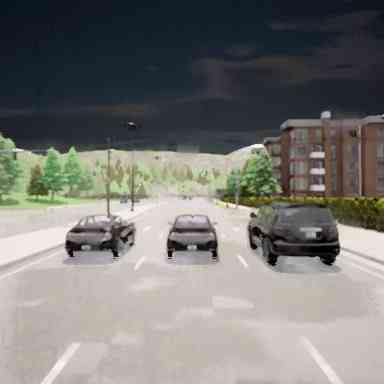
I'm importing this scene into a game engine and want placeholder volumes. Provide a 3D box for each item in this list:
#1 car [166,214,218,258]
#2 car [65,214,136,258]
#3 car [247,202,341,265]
[{"bbox_3d":[0.023,1.648,13.414,2.128,1.511,4.902,0,-1,0],"label":"car"},{"bbox_3d":[-3.477,1.648,13.413,2.128,1.511,4.902,0,-1,0],"label":"car"},{"bbox_3d":[3.513,1.370,12.474,2.150,2.045,5.566,0,0,0],"label":"car"}]
